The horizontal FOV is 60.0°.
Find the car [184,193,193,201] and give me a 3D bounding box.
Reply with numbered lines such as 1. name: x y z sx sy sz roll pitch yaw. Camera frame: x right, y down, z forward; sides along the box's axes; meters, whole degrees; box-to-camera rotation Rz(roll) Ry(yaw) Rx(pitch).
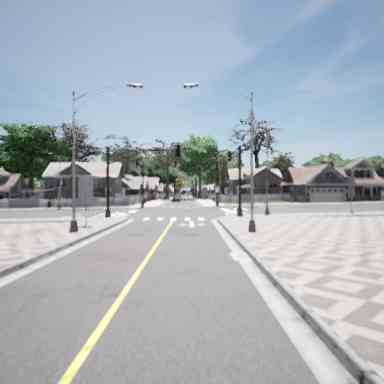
1. car: -0.955 1.249 85.530 2.150 2.045 5.566 0 0 -1

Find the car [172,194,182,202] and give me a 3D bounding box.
1. car: -3.512 1.610 73.419 1.895 1.301 4.718 0 0 -1
